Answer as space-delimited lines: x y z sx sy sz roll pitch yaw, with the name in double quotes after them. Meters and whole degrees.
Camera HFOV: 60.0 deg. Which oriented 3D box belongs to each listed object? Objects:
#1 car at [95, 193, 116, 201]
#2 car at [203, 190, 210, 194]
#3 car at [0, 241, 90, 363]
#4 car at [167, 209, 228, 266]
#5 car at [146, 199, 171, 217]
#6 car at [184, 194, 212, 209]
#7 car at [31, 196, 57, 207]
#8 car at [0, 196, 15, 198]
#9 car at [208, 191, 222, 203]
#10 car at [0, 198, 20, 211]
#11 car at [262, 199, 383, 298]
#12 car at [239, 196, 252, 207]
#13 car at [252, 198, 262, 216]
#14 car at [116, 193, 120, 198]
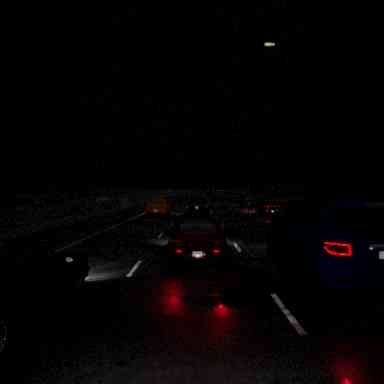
-13.440 1.235 50.855 1.812 1.442 4.674 0 1 1 "car"
4.729 0.384 92.514 2.097 1.767 4.553 0 1 1 "car"
-3.374 1.554 5.566 2.033 1.411 5.357 0 0 0 "car"
0.180 1.534 11.436 1.812 1.442 4.674 0 0 1 "car"
-3.064 1.406 30.661 1.882 1.535 5.008 0 0 1 "car"
0.413 1.291 29.043 2.097 1.767 4.553 0 0 1 "car"
-20.518 1.263 46.300 2.128 1.511 4.902 0 1 1 "car"
-24.061 1.323 42.726 1.837 1.490 4.892 0 0 1 "car"
4.243 1.102 58.820 1.837 1.490 4.892 0 1 1 "car"
-17.292 1.493 28.796 2.033 1.411 5.357 0 0 1 "car"
3.544 1.227 8.671 2.150 2.045 5.566 0 0 0 "car"
7.597 1.295 45.841 1.812 1.442 4.674 0 1 1 "car"
7.235 1.424 31.871 1.837 1.490 4.892 0 1 2 "car"
-16.597 0.924 70.139 1.837 1.490 4.892 0 1 1 "car"
